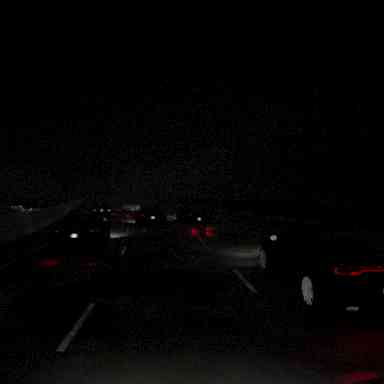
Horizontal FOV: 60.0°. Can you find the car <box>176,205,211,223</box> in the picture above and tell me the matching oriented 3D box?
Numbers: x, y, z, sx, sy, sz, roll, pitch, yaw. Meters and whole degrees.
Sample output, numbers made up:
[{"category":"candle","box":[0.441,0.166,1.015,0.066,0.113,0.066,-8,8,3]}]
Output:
[{"category":"car","box":[-0.004,1.693,26.468,1.895,1.301,4.718,0,0,-14]}]

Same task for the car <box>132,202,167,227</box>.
[{"category":"car","box":[-3.009,1.655,23.831,1.994,1.385,4.181,0,0,-13]}]

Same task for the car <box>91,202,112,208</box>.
[{"category":"car","box":[-8.706,1.681,32.053,2.033,1.411,5.357,0,0,-16]}]

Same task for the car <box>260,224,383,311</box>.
[{"category":"car","box":[3.068,1.498,7.917,1.882,1.535,5.008,0,0,-4]}]

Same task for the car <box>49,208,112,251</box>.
[{"category":"car","box":[-4.735,1.627,14.493,1.994,1.385,4.181,0,0,-8]}]

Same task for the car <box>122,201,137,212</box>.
[{"category":"car","box":[-7.447,1.761,40.486,1.895,1.301,4.718,0,0,-16]}]
